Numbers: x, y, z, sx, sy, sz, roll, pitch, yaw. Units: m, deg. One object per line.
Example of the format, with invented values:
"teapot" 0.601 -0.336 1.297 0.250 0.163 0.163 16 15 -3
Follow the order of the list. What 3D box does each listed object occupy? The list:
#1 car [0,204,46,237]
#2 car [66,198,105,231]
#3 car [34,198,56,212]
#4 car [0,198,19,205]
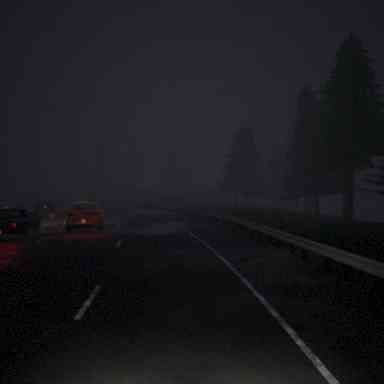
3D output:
"car" -9.135 1.502 17.058 1.895 1.301 4.718 0 0 -13
"car" -6.216 1.350 19.632 1.882 1.535 5.008 0 0 -14
"car" -15.631 1.312 35.271 1.812 1.442 4.674 0 0 -26
"car" -19.162 1.329 34.556 1.812 1.442 4.674 0 0 -26
